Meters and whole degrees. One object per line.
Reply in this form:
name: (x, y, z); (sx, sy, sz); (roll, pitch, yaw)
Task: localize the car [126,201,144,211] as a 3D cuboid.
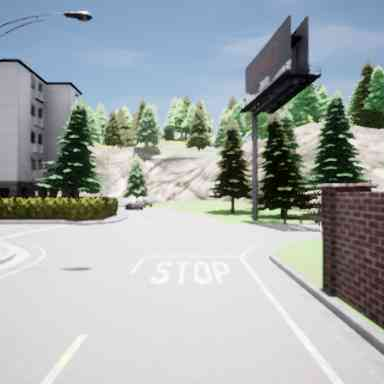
car: (-8.673, 2.104, 50.082); (1.994, 1.385, 4.181); (0, -1, -24)
